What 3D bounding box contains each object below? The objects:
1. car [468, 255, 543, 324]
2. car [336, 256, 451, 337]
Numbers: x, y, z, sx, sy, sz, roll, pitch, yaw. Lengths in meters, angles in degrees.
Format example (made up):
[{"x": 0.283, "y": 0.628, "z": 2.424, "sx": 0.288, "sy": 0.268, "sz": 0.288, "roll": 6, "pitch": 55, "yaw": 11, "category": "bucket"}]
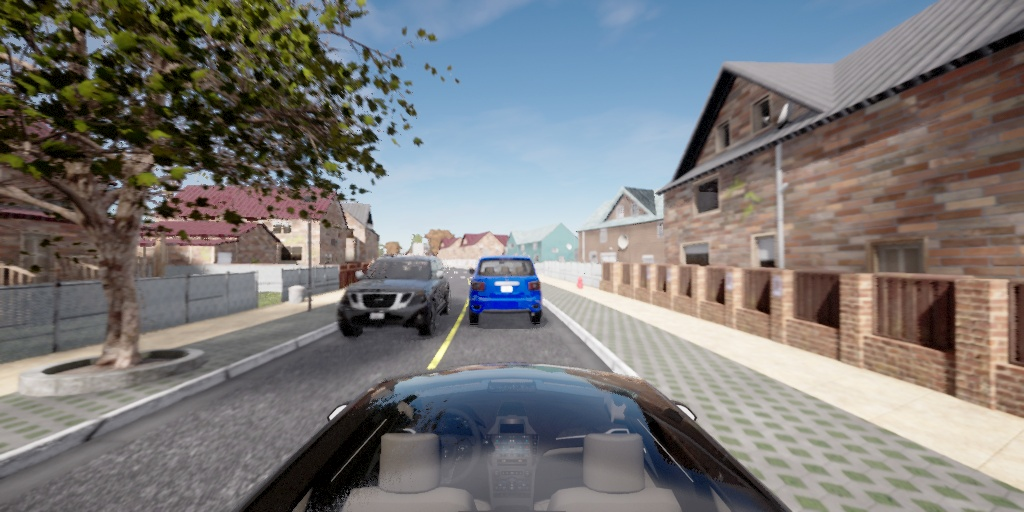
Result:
[{"x": -0.313, "y": 1.006, "z": 12.345, "sx": 2.150, "sy": 2.045, "sz": 5.566, "roll": 0, "pitch": 0, "yaw": -4, "category": "car"}, {"x": -3.167, "y": 1.003, "z": 10.808, "sx": 2.150, "sy": 2.045, "sz": 5.566, "roll": 0, "pitch": 0, "yaw": -3, "category": "car"}]
